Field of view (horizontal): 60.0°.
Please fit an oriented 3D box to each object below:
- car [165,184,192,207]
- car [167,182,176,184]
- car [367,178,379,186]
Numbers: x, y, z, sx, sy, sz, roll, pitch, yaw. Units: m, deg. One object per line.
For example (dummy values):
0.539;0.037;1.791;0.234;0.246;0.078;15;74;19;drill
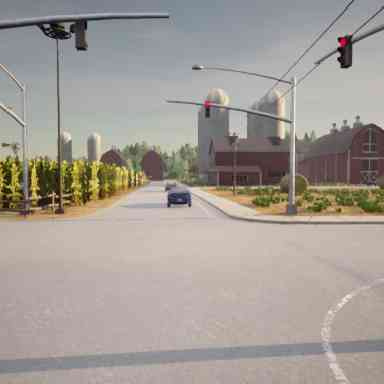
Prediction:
-1.110;0.346;27.600;1.882;1.535;5.008;0;3;-5;car
-3.338;-0.811;52.831;2.128;1.511;4.902;0;3;-5;car
42.374;-2.330;77.519;1.905;1.878;3.866;10;10;41;car
